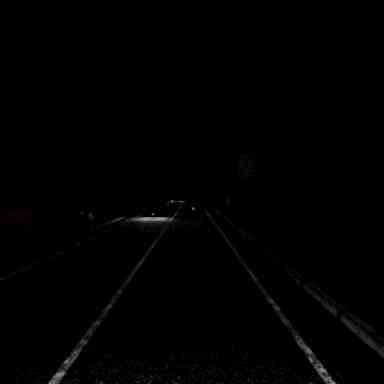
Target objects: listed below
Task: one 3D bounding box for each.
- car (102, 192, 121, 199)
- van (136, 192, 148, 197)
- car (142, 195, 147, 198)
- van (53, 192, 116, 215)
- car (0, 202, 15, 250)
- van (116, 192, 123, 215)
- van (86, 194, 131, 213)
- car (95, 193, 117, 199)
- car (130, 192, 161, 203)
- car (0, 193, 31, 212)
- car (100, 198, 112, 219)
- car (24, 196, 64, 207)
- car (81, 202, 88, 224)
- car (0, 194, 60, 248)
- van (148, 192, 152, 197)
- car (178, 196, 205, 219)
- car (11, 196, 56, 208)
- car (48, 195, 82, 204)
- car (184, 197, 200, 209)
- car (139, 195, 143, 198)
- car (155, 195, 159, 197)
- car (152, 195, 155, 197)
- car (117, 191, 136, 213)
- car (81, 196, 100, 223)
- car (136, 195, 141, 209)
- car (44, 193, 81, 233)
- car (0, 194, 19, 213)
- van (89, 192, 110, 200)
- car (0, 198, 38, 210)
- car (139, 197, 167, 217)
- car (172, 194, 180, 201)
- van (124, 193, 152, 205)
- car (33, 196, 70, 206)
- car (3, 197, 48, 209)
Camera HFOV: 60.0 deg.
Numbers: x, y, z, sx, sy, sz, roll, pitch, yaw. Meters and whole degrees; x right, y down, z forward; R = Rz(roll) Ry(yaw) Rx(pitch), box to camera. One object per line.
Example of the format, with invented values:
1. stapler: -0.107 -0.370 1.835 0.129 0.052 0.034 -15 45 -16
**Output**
1. car: -22.125 0.929 91.261 4.553 1.767 2.185 0 0 0
2. van: -9.075 1.184 47.570 4.442 1.987 1.878 0 0 0
3. car: -8.984 1.457 44.769 4.792 1.488 2.163 0 0 0
4. van: -9.050 1.235 27.941 4.442 1.987 1.878 0 0 0
5. car: -8.881 1.343 11.122 4.553 1.767 2.185 0 0 0
6. van: -9.054 1.233 30.744 4.442 1.987 1.878 0 0 0
7. van: -9.061 1.230 36.349 4.442 1.987 1.878 0 0 0
8. car: -22.082 1.099 85.711 5.008 1.535 2.097 0 0 0
9. car: -8.952 1.024 64.391 5.566 2.045 2.435 0 0 0
10. car: -21.998 1.201 38.520 5.566 2.045 2.435 0 0 0
11. car: -8.923 1.463 25.138 4.892 1.521 2.231 0 0 0
12. car: -22.035 1.398 49.627 5.008 1.535 2.097 0 0 0
13. car: -8.920 1.505 19.532 4.674 1.452 2.002 0 0 0
14. car: -8.887 1.216 13.925 5.566 2.045 2.435 0 0 0
15. van: -8.845 1.165 50.372 4.442 1.987 1.878 0 0 0
16. car: 0.099 1.400 29.115 2.033 1.649 4.856 0 1 0
17. car: -22.222 1.413 46.850 5.366 1.575 1.946 0 0 0
18. car: -22.056 1.331 57.955 5.008 1.535 2.097 0 0 0
19. car: 0.048 1.475 44.673 1.994 1.385 4.181 0 0 1
20. car: -8.949 1.480 41.961 4.674 1.452 2.002 0 0 0
21. car: -8.791 1.295 61.590 5.366 1.575 1.946 0 0 0
22. car: -8.960 1.368 53.180 5.008 1.535 2.097 0 0 0
23. car: -8.912 1.206 33.549 5.566 2.045 2.435 0 0 0
24. car: -8.957 1.338 22.335 4.553 1.767 2.185 0 0 0
25. car: -8.954 1.449 39.157 4.892 1.521 2.231 0 0 0
26. car: -8.891 1.215 16.728 5.566 2.045 2.435 0 0 0
27. car: -22.052 1.207 35.743 5.566 2.045 2.435 0 0 0
28. van: -22.196 0.920 80.157 4.442 1.987 1.878 0 0 0
29. car: -22.059 1.473 41.295 4.792 1.488 2.163 0 0 0
30. car: -3.346 1.509 31.242 2.033 1.411 5.357 0 0 0
31. car: -3.244 1.235 72.701 1.812 1.442 4.674 0 0 0
32. van: -9.086 1.119 55.982 4.442 1.987 1.878 0 0 0
33. car: -22.038 1.378 52.405 4.892 1.521 2.231 0 0 0
34. car: -22.004 1.464 44.079 4.792 1.488 2.163 0 0 0
